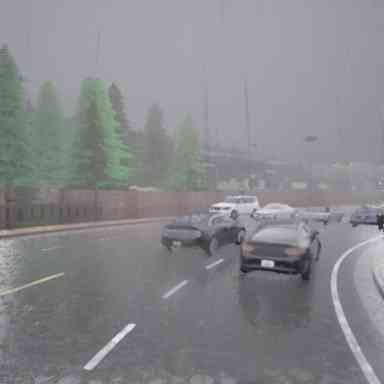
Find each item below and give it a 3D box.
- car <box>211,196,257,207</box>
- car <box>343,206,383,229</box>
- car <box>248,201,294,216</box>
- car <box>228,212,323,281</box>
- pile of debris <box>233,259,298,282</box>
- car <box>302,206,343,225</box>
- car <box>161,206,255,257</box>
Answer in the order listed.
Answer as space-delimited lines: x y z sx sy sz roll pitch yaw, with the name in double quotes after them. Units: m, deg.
3.849 1.355 29.228 2.150 2.045 5.566 0 -1 42 "car"
12.424 1.686 22.846 2.033 1.411 5.357 0 0 41 "car"
6.809 1.661 27.289 1.812 1.442 4.674 0 -1 42 "car"
2.780 1.572 10.097 1.812 1.442 4.674 0 0 25 "car"
2.187 2.223 9.612 1.500 0.140 1.860 0 0 24 "pile of debris"
9.907 1.740 25.255 1.895 1.301 4.718 0 0 41 "car"
0.641 1.548 13.393 2.128 1.511 4.902 0 0 28 "car"
